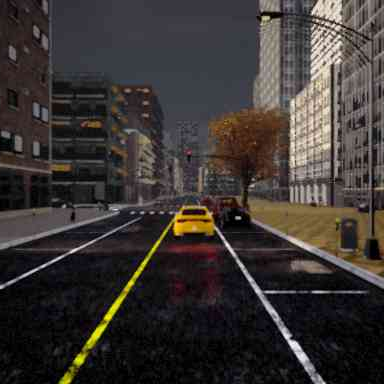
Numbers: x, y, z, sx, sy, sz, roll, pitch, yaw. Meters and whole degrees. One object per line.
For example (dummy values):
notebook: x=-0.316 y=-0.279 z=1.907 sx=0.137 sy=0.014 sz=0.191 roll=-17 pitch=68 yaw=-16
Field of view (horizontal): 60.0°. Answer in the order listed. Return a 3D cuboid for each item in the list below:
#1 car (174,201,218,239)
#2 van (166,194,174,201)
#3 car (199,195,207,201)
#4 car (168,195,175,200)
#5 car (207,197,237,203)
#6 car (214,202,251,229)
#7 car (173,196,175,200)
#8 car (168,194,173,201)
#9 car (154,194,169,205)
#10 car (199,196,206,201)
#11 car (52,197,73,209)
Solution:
car: x=0.100 y=1.475 z=17.288 sx=1.882 sy=1.535 sz=5.008 roll=0 pitch=0 yaw=0
van: x=-5.692 y=1.383 z=87.109 sx=1.690 sy=1.788 sz=3.998 roll=0 pitch=0 yaw=0
car: x=2.689 y=1.555 z=59.445 sx=1.887 sy=1.381 sz=4.507 roll=0 pitch=0 yaw=0
car: x=-5.692 y=1.631 z=92.641 sx=1.802 sy=1.307 sz=4.206 roll=0 pitch=0 yaw=0
car: x=2.692 y=1.312 z=27.057 sx=2.192 sy=1.841 sz=5.009 roll=0 pitch=0 yaw=0
car: x=2.692 y=1.563 z=21.534 sx=1.947 sy=1.339 sz=4.313 roll=0 pitch=0 yaw=0
car: x=-5.692 y=1.475 z=81.576 sx=1.967 sy=1.590 sz=4.097 roll=0 pitch=0 yaw=0
car: x=-5.692 y=1.572 z=70.511 sx=2.008 sy=1.369 sz=4.403 roll=0 pitch=0 yaw=0
car: x=-5.691 y=1.561 z=59.445 sx=2.008 sy=1.369 sz=4.403 roll=0 pitch=0 yaw=0
car: x=2.688 y=1.623 z=87.108 sx=1.802 sy=1.307 sz=4.206 roll=0 pitch=0 yaw=0
car: x=-16.427 y=1.341 z=40.039 sx=4.403 sy=1.369 sz=2.008 roll=1 pitch=-1 yaw=-1
